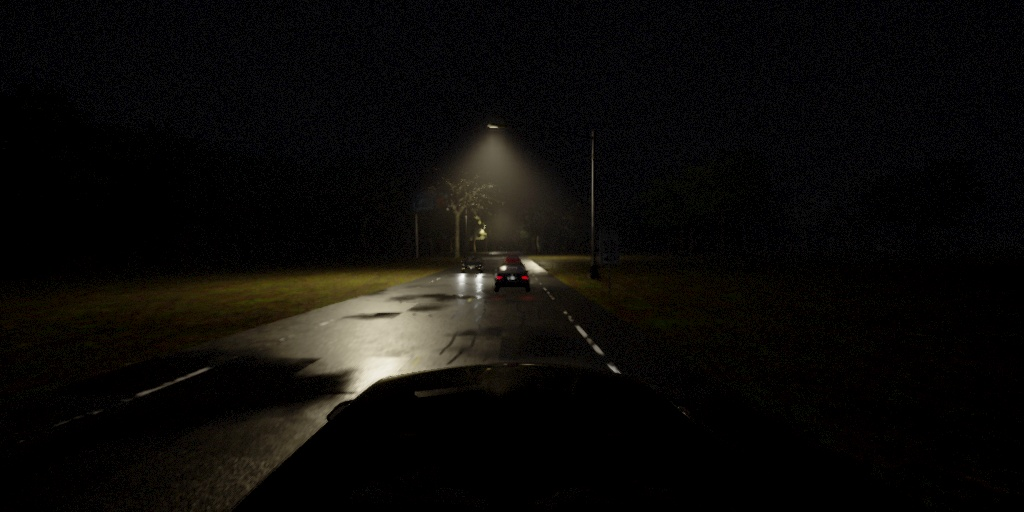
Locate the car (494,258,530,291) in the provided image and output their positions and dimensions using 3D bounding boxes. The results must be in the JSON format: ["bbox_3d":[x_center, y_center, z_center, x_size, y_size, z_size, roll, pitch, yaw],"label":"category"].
[{"bbox_3d":[0.023,1.045,19.380,2.033,1.411,5.357,0,1,0],"label":"car"}]

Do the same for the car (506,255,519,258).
[{"bbox_3d":[0.080,0.595,39.685,1.812,1.442,4.674,0,1,0],"label":"car"}]

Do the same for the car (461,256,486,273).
[{"bbox_3d":[-3.512,0.735,33.271,1.837,1.490,4.892,0,1,0],"label":"car"}]
